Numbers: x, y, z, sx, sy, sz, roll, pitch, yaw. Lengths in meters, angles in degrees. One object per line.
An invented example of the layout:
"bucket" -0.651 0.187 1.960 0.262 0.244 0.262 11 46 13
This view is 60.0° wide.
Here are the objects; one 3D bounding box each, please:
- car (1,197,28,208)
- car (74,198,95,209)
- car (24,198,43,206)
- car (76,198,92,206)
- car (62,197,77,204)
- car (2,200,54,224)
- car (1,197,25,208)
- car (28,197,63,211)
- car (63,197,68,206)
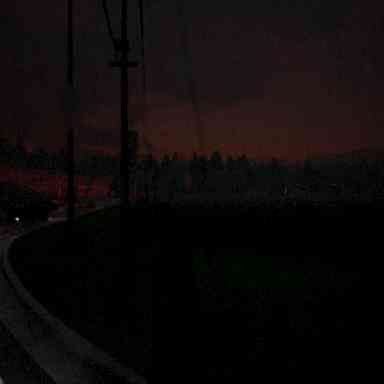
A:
"car" -26.255 1.867 49.201 2.033 1.411 5.357 0 0 -7
"car" -15.717 1.753 49.546 1.882 1.535 5.008 0 0 -7
"car" -32.142 1.947 67.501 2.128 1.511 4.902 0 0 -7
"car" -21.193 1.912 65.326 2.033 1.411 5.357 0 0 -7
"car" -25.192 1.728 68.312 1.837 1.490 4.892 0 0 -7
"car" -12.853 1.672 26.372 1.837 1.490 4.892 0 0 -7
"car" -30.789 1.727 57.344 2.097 1.767 4.553 0 0 -7
"car" -18.280 1.745 41.749 2.128 1.511 4.902 0 0 -7
"car" -23.978 1.701 58.493 2.097 1.767 4.553 0 0 -7
